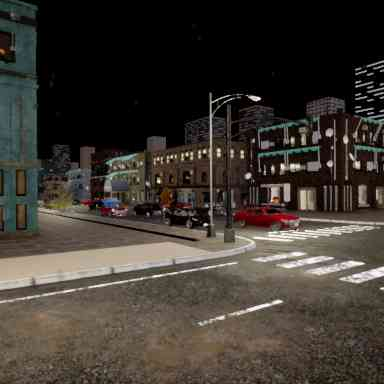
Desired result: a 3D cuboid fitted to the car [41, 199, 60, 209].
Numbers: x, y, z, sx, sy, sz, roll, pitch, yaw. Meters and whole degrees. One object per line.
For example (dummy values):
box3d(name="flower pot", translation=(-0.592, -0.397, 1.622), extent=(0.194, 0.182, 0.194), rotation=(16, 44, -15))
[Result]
box3d(name="car", translation=(-24.185, 2.232, 57.628), extent=(1.752, 1.417, 4.829), rotation=(-1, 0, -35))

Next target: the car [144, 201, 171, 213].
box3d(name="car", translation=(-4.646, 1.965, 44.545), extent=(1.802, 1.307, 4.206), rotation=(-2, 0, -35))

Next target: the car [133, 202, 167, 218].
box3d(name="car", translation=(-4.451, 1.852, 34.268), extent=(1.837, 1.490, 4.892), rotation=(-1, -1, -35))

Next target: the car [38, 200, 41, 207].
box3d(name="car", translation=(-30.682, 2.375, 66.802), extent=(2.008, 1.369, 4.403), rotation=(-1, 0, -35))

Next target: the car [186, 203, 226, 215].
box3d(name="car", translation=(1.751, 1.809, 35.512), extent=(2.008, 1.369, 4.403), rotation=(-2, 0, -35))

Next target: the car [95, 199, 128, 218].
box3d(name="car", translation=(-8.289, 1.846, 35.183), extent=(1.967, 1.590, 4.097), rotation=(-1, 0, -35))

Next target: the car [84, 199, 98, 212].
box3d(name="car", translation=(-12.973, 2.037, 46.352), extent=(1.812, 1.442, 4.674), rotation=(-1, 0, -35))

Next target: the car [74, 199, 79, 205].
box3d(name="car", translation=(-27.043, 2.363, 76.163), extent=(1.947, 1.339, 4.313), rotation=(-1, 0, -35))

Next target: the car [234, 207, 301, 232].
box3d(name="car", translation=(4.751, 1.689, 21.490), extent=(1.812, 1.442, 4.674), rotation=(-1, 0, -37))

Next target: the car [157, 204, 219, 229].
box3d(name="car", translation=(-0.364, 1.814, 23.789), extent=(1.947, 1.339, 4.313), rotation=(-1, 0, -35))

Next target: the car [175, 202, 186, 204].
box3d(name="car", translation=(-1.448, 1.903, 40.029), extent=(1.802, 1.307, 4.206), rotation=(-2, 0, -35))

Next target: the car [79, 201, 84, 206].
box3d(name="car", translation=(-20.645, 2.227, 67.129), extent=(1.887, 1.381, 4.507), rotation=(-1, 0, -35))

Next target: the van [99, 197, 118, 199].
box3d(name="van", translation=(-14.251, 1.906, 58.096), extent=(1.690, 1.788, 3.998), rotation=(-1, 0, -35))
